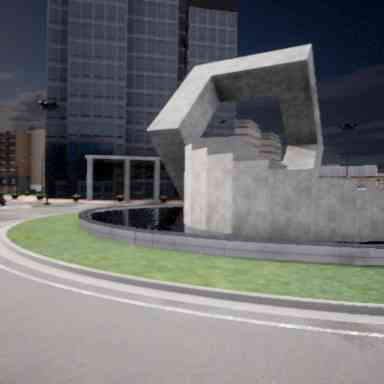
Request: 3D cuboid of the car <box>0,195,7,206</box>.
[{"bbox_3d":[-22.835,0.808,37.928,4.892,1.490,1.837,1,1,41],"label":"car"}]
